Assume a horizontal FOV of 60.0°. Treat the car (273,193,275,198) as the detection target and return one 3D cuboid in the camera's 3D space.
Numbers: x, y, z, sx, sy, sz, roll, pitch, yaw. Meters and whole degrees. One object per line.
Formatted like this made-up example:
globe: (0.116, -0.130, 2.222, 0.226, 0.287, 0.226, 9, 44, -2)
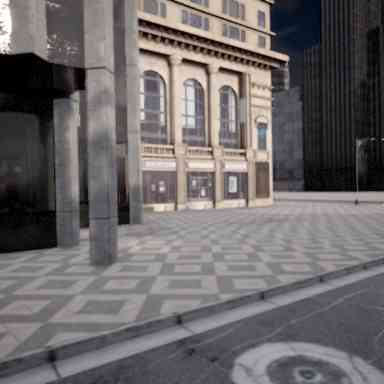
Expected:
car: (12.075, 0.603, 57.671, 2.128, 1.511, 4.902, -2, 1, -34)
